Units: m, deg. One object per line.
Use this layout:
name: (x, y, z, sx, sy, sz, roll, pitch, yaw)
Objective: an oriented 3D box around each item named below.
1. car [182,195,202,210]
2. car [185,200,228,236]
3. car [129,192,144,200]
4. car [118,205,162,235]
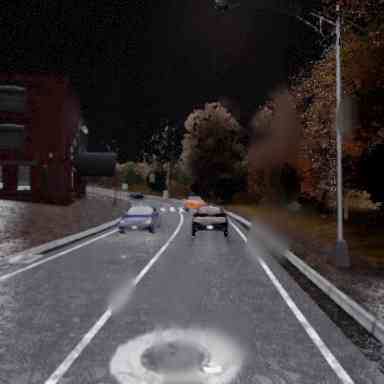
car: (0.122, 1.150, 36.550, 2.097, 1.767, 4.553, 1, 1, -7)
car: (0.932, 1.454, 18.319, 2.128, 1.511, 4.902, 0, 0, 2)
car: (-10.109, 0.691, 60.766, 1.895, 1.301, 4.718, 1, 2, -22)
car: (-2.801, 1.471, 18.818, 1.812, 1.442, 4.674, 0, 0, 2)
